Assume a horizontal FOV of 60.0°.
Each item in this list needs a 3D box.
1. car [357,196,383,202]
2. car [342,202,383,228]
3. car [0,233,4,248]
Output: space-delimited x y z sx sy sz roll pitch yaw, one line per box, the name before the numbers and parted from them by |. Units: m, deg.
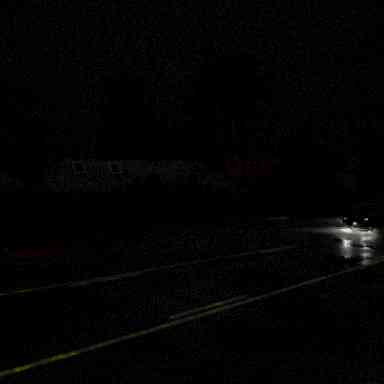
car | 17.267 1.371 31.480 5.566 2.045 2.150 0 -1 -39
car | 12.602 1.659 23.234 5.357 1.411 2.033 0 0 -39
car | -8.864 1.573 10.676 4.902 1.511 2.128 0 0 -36
